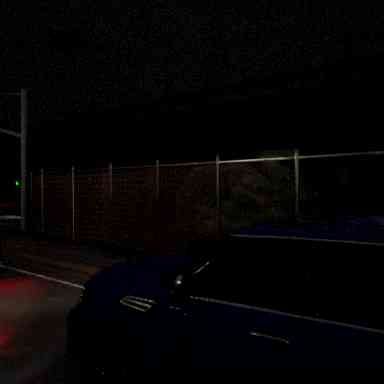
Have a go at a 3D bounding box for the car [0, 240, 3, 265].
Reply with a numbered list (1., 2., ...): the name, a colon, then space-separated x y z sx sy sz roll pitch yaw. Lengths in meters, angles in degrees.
1. car: -7.128 1.492 9.074 4.902 1.511 2.128 0 0 33

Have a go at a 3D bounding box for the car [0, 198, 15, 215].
1. car: -19.878 1.409 32.356 2.097 1.767 4.553 0 0 36

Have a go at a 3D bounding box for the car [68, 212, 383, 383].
1. car: 1.220 1.224 3.123 5.566 2.045 2.150 0 0 35
